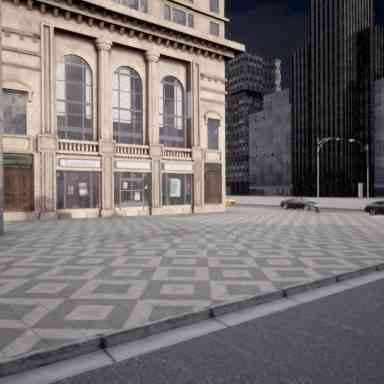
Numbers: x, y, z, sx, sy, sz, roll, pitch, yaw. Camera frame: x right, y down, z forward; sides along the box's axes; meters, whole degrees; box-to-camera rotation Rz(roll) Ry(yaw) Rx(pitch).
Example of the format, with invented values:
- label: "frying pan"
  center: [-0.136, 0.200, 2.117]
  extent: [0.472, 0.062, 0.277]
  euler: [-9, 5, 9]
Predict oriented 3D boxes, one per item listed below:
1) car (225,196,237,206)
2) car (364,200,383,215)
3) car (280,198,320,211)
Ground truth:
- label: "car"
  center: [4.651, 1.352, 50.072]
  extent: [1.882, 1.535, 5.008]
  euler: [-1, 1, -34]
- label: "car"
  center: [18.133, 1.469, 30.169]
  extent: [1.812, 1.442, 4.674]
  euler: [-1, 1, -34]
- label: "car"
  center: [12.460, 1.406, 38.512]
  extent: [2.128, 1.511, 4.902]
  euler: [-1, 1, -34]
